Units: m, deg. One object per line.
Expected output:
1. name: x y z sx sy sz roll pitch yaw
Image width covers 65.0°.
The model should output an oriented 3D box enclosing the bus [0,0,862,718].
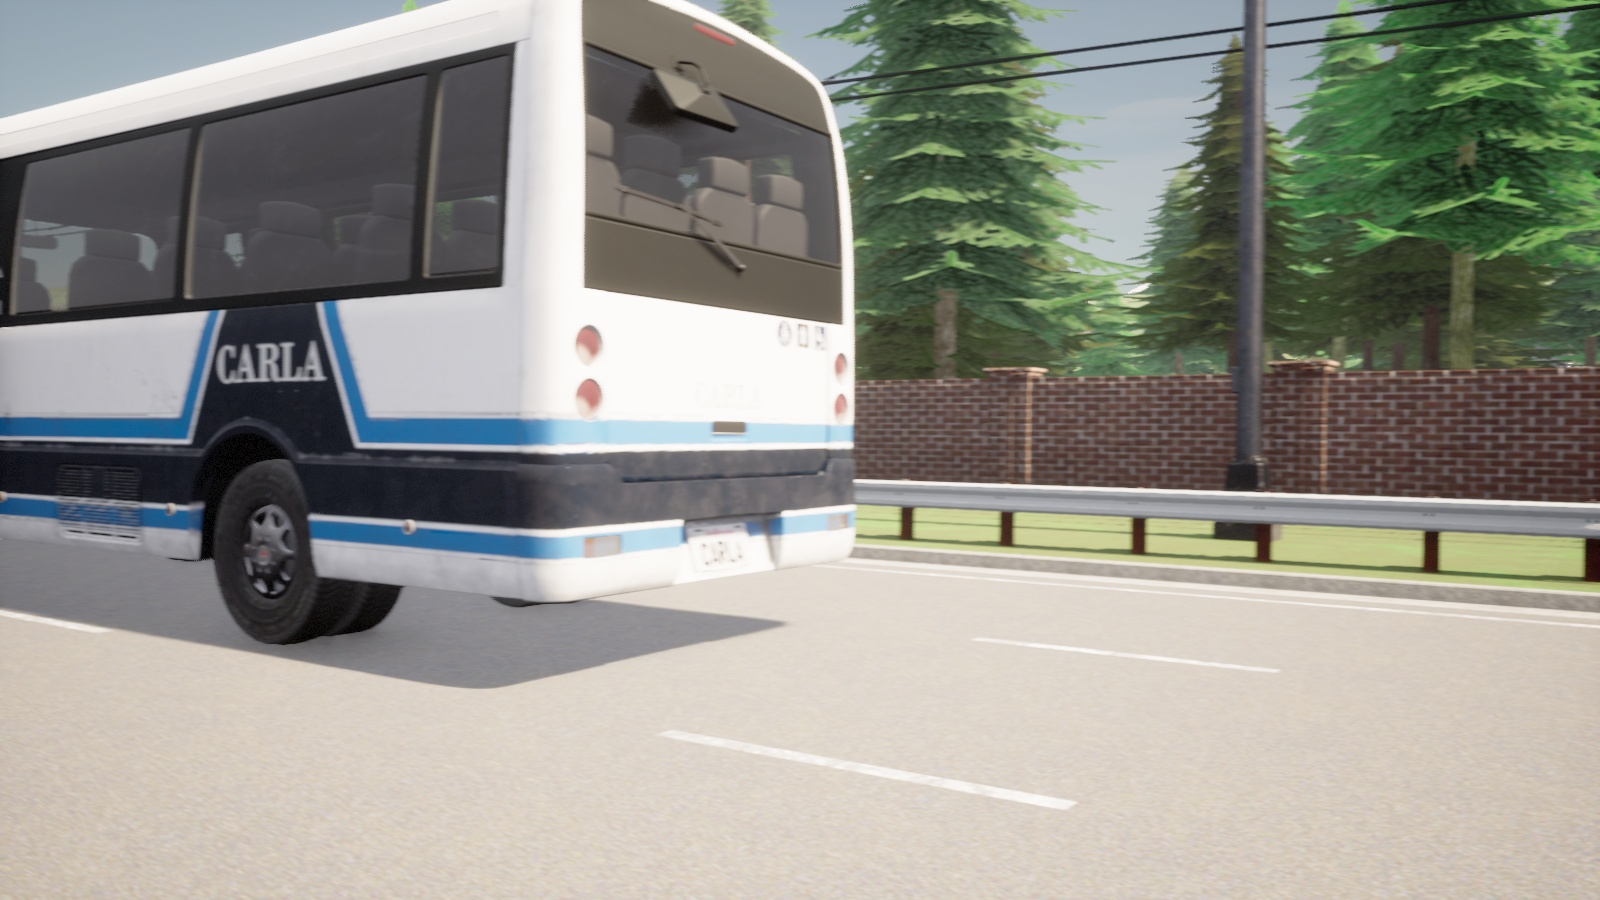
1. bus: -4.900 -0.751 11.054 10.273 4.253 3.944 0 1 34
